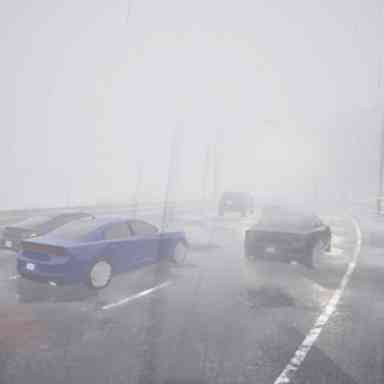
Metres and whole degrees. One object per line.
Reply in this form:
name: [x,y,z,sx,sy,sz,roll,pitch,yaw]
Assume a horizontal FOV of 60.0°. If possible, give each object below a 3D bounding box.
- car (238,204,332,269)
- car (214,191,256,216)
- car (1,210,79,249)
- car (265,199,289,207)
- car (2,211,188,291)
car: [3.374,1.381,11.019,1.882,1.535,5.008,1,1,31]
car: [3.876,0.950,28.137,2.150,2.045,5.566,1,1,21]
car: [-4.264,1.368,11.910,1.812,1.442,4.674,1,1,32]
car: [6.599,1.300,25.515,1.812,1.442,4.674,1,1,22]
car: [-1.995,1.366,8.954,1.882,1.535,5.008,1,1,33]
